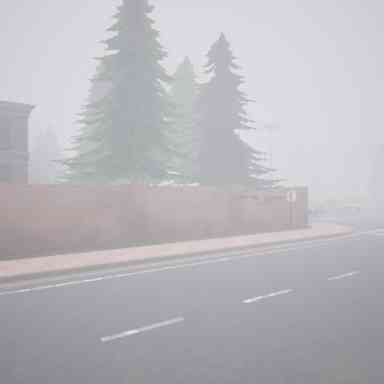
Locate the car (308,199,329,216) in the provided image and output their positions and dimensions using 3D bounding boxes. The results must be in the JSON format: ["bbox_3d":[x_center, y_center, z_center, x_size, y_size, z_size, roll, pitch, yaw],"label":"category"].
[{"bbox_3d":[9.767,1.547,31.526,2.033,1.411,5.357,0,0,-34],"label":"car"}]

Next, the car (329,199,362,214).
[{"bbox_3d":[15.507,1.477,35.569,1.882,1.535,5.008,0,0,-35],"label":"car"}]
